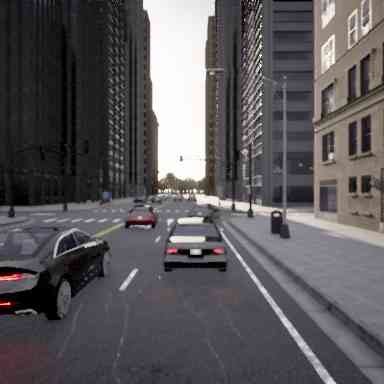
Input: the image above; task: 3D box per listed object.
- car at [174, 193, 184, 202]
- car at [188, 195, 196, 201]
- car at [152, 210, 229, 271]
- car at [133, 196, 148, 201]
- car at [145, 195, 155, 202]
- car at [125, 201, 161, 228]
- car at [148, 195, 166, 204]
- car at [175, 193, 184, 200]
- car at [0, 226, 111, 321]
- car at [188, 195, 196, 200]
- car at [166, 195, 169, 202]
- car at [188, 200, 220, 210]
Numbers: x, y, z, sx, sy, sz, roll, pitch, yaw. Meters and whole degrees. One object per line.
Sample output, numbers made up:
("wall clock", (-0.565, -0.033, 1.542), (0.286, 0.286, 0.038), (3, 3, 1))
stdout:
("car", (-3.237, 1.495, 76.392), (2.033, 1.411, 5.357), (0, 0, 0))
("car", (0.013, 1.509, 76.809), (1.994, 1.385, 4.181), (0, 0, 0))
("car", (0.104, 1.547, 10.853), (2.033, 1.411, 5.357), (0, 0, 0))
("car", (-9.762, 1.569, 62.024), (1.895, 1.301, 4.718), (0, 0, 1))
("car", (-9.737, 1.481, 77.311), (1.812, 1.442, 4.674), (0, 0, 0))
("car", (-3.347, 1.558, 22.453), (1.994, 1.385, 4.181), (0, 0, -4))
("car", (-6.518, 1.472, 62.034), (1.837, 1.490, 4.892), (0, 0, 1))
("car", (-3.235, 1.167, 86.784), (2.097, 1.767, 4.553), (0, 0, 0))
("car", (-3.149, 1.491, 7.247), (2.128, 1.511, 4.902), (0, 0, 0))
("car", (0.015, 1.407, 86.843), (1.895, 1.301, 4.718), (0, 0, 0))
("car", (-6.486, 1.457, 77.300), (1.837, 1.490, 4.892), (0, 0, 0))
("car", (1.067, 1.556, 26.386), (1.994, 1.385, 4.181), (0, 0, 14))
